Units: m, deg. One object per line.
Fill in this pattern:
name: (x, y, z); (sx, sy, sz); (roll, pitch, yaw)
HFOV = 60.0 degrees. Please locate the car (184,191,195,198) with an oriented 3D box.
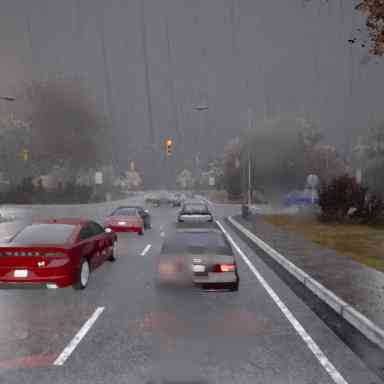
car: (-0.394, 0.715, 86.243); (2.128, 1.511, 4.902); (0, 1, -4)

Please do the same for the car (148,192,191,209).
car: (-2.802, 1.180, 39.966); (1.882, 1.535, 5.008); (-2, 1, -41)

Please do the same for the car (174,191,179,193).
car: (-3.895, 0.787, 86.161); (1.895, 1.301, 4.718); (0, 1, -4)

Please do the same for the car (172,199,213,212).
car: (0.150, 1.380, 18.676); (2.128, 1.511, 4.902); (0, 0, -1)

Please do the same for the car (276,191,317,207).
car: (13.813, 0.896, 43.245); (5.566, 2.045, 2.150); (0, 1, -4)

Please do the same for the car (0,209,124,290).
car: (-3.388, 1.445, 9.060); (1.882, 1.535, 5.008); (0, 0, 0)

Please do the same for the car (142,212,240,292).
car: (0.110, 1.516, 8.984); (2.033, 1.411, 5.357); (0, 0, 0)

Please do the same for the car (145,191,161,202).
car: (-7.019, 1.026, 57.574); (1.882, 1.535, 5.008); (0, 0, 0)

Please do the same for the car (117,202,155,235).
car: (-3.379, 1.458, 18.047); (1.994, 1.385, 4.181); (0, 0, 0)
